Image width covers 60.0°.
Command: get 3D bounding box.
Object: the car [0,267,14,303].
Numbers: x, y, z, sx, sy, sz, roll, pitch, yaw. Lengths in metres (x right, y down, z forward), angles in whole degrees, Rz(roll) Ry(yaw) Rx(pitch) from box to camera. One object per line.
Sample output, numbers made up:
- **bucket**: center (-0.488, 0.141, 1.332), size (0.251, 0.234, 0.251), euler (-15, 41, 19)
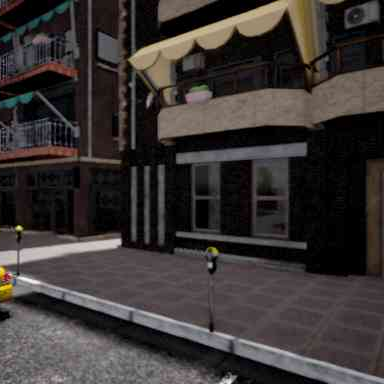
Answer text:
- **car**: center (-5.522, 1.544, 6.818), size (4.829, 1.417, 1.752), euler (0, 0, 36)
